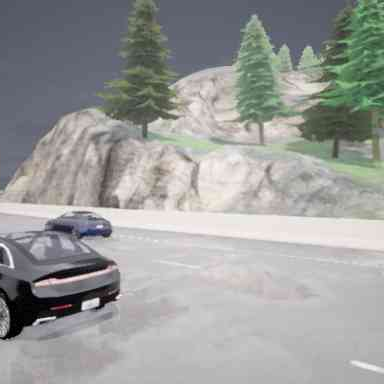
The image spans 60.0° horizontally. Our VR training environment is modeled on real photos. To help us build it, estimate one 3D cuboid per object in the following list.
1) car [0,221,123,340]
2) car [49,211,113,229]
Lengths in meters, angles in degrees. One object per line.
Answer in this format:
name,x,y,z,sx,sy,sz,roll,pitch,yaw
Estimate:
car,-3.491,1.546,6.698,4.902,1.511,2.128,0,0,38
car,-6.112,1.703,17.843,4.181,1.385,1.994,0,0,40
